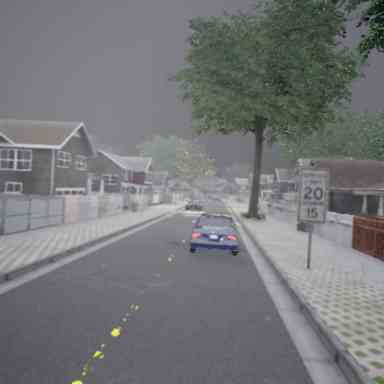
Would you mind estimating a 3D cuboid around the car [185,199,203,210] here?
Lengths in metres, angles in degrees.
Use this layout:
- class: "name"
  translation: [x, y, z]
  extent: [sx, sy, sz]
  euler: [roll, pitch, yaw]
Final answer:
- class: "car"
  translation: [0.361, 1.544, 40.284]
  extent: [1.994, 1.385, 4.181]
  euler: [3, 0, 5]

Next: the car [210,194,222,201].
- class: "car"
  translation: [6.506, 1.744, 86.780]
  extent: [1.895, 1.301, 4.718]
  euler: [3, 0, -3]

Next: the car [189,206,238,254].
- class: "car"
  translation: [0.948, 1.592, 13.850]
  extent: [2.033, 1.411, 5.357]
  euler: [3, 0, 5]
